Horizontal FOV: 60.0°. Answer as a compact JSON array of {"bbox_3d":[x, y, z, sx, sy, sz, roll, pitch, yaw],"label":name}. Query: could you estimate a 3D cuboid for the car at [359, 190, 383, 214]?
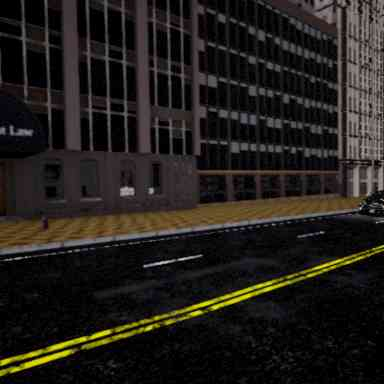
[{"bbox_3d":[13.718,0.667,23.529,4.553,1.767,2.097,-2,2,-39],"label":"car"}]
